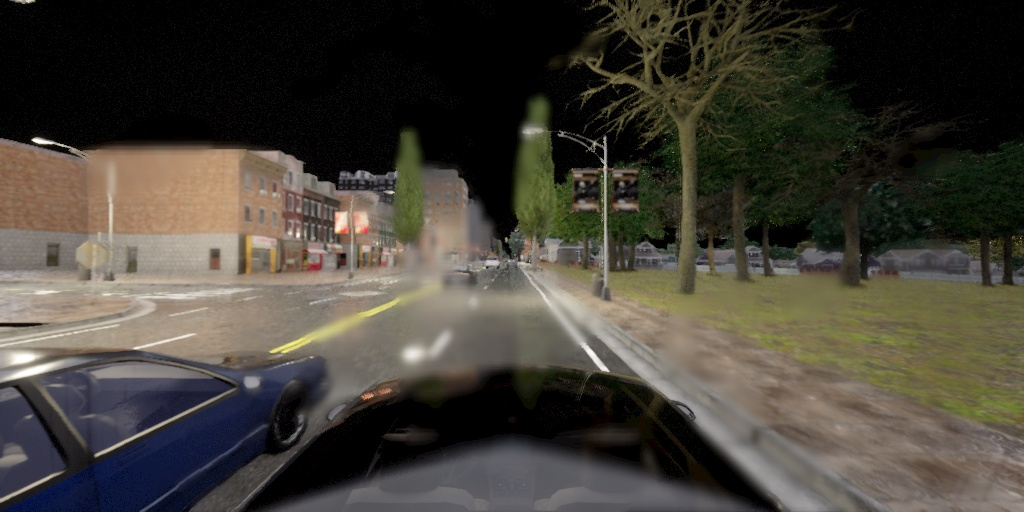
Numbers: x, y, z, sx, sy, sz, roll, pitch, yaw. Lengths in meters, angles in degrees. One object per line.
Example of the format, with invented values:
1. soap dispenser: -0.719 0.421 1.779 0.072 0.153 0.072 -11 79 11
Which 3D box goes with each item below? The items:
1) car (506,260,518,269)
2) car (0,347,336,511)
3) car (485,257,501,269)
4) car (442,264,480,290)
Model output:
1. car: -0.019 1.392 61.233 2.128 1.511 4.902 0 0 0
2. car: -3.149 1.298 2.056 2.033 1.411 5.357 0 0 0
3. car: -3.268 1.119 60.644 2.150 2.045 5.566 0 0 0
4. car: -3.153 1.260 22.755 2.128 1.511 4.902 0 0 0
